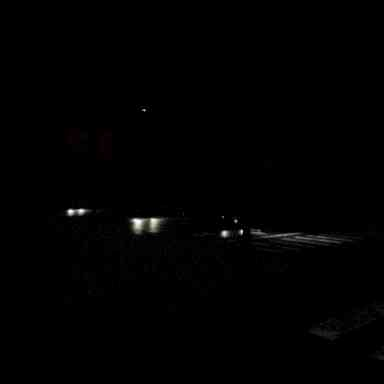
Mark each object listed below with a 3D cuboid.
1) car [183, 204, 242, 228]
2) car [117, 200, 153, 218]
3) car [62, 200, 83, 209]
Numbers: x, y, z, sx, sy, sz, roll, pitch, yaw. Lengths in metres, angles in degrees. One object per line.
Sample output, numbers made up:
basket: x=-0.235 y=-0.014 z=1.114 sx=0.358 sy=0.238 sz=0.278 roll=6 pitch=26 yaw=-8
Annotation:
car: x=1.281 y=1.551 z=22.559 sx=2.128 sy=1.511 sz=4.902 roll=0 pitch=0 yaw=-36
car: x=-5.548 y=1.582 z=32.062 sx=1.882 sy=1.535 sz=5.008 roll=0 pitch=0 yaw=-36
car: x=-17.669 y=1.784 z=49.066 sx=1.895 sy=1.301 sz=4.718 roll=0 pitch=0 yaw=-35
